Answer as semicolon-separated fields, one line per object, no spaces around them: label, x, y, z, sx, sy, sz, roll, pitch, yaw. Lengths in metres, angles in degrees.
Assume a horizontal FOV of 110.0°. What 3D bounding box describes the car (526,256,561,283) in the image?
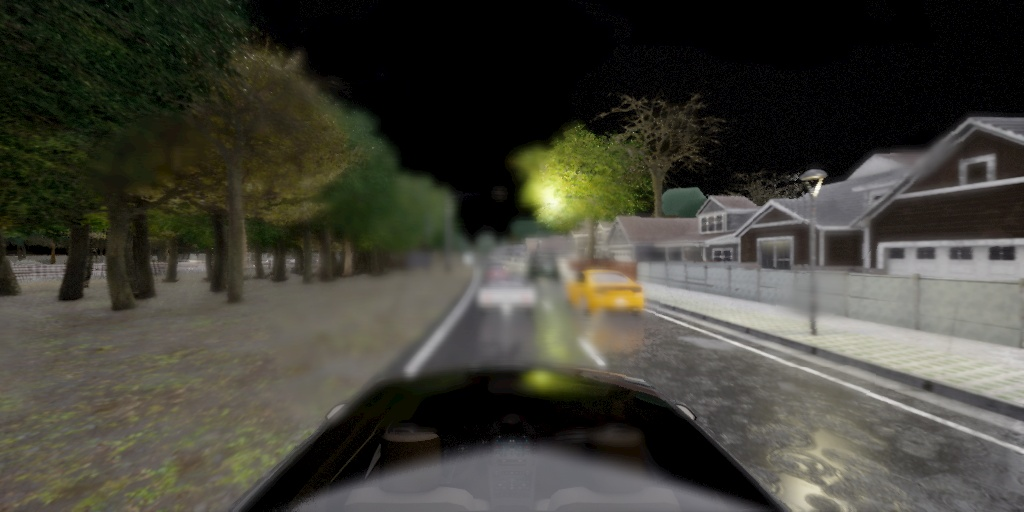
car;2.451;1.033;28.487;2.150;2.045;5.566;0;0;-4

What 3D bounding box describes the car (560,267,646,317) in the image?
car;3.284;1.269;13.505;1.882;1.535;5.008;0;0;-2

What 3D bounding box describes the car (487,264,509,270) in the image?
car;-1.136;1.380;29.552;1.994;1.385;4.181;0;0;-4

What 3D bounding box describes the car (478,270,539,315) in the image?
car;-0.226;1.397;13.776;1.895;1.301;4.718;0;0;-2
